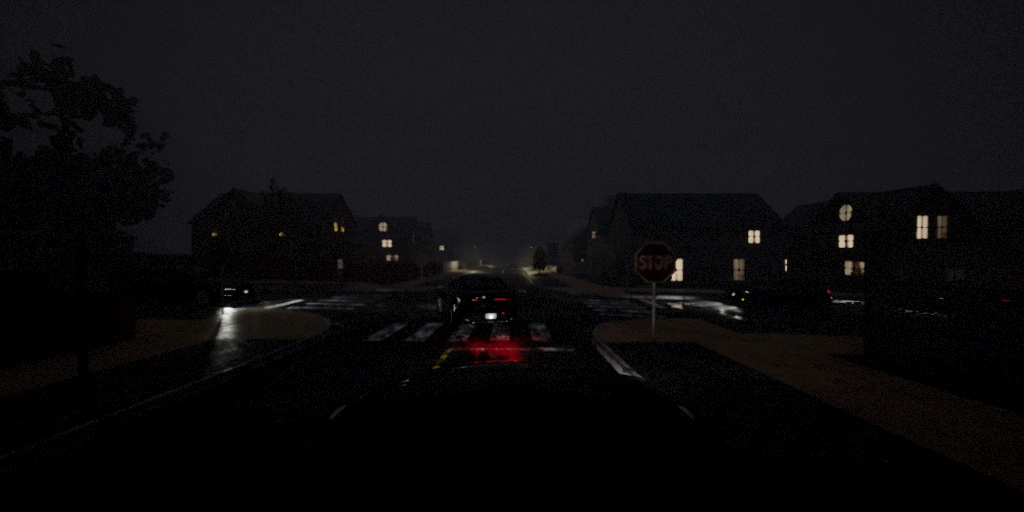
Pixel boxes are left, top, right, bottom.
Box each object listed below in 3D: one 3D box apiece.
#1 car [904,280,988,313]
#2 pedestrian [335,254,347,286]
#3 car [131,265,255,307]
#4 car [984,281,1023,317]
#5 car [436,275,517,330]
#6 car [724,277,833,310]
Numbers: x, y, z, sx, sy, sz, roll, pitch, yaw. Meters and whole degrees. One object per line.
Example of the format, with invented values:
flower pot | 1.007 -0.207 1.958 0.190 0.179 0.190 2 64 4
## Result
car | 21.875 1.875 16.876 5.357 1.411 2.033 1 1 1
pedestrian | -9.684 0.758 20.278 0.375 1.860 0.375 0 0 1
car | -13.129 1.142 14.478 4.892 1.490 1.837 1 1 1
car | 22.525 1.935 13.914 5.357 1.411 2.033 1 1 1
car | -1.272 1.349 11.672 1.837 1.490 4.892 1 -1 -17
car | 12.525 1.689 17.021 4.181 1.385 1.994 1 1 1
